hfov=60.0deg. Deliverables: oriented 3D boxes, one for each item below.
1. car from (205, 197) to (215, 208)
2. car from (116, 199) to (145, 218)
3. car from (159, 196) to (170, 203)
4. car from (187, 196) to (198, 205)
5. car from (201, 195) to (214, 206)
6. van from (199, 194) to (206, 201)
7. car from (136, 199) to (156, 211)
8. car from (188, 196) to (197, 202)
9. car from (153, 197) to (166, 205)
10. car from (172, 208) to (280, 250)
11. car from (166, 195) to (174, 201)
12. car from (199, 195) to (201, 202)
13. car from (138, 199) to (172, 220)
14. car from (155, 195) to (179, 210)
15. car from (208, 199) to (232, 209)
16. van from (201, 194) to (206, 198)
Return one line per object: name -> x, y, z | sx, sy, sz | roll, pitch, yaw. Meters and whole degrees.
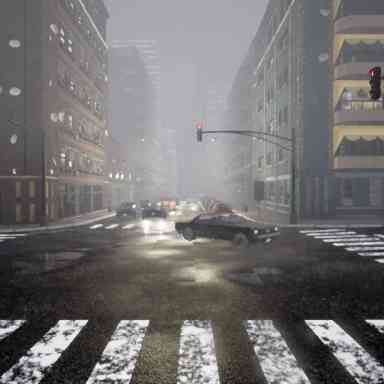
car -> 2.705, 1.570, 35.873 | 1.947, 1.339, 4.313 | 0, 0, 0
car -> -5.679, 1.568, 30.366 | 1.947, 1.339, 4.313 | 0, 0, 0
car -> -5.657, 1.604, 69.030 | 1.802, 1.307, 4.206 | 0, 0, 0
car -> 0.034, 1.542, 59.806 | 1.812, 1.442, 4.674 | 0, 0, 0
car -> 2.711, 1.553, 46.919 | 1.887, 1.381, 4.507 | 0, 0, 0
van -> 2.730, 1.377, 85.584 | 1.690, 1.788, 3.998 | -1, 0, 0
car -> -5.673, 1.572, 41.413 | 1.947, 1.339, 4.313 | 0, 0, 0
car -> 0.040, 1.450, 69.842 | 1.895, 1.301, 4.718 | 0, 0, 0
car -> -5.664, 1.560, 57.984 | 1.887, 1.381, 4.507 | 0, 0, 0
car -> 1.424, 1.600, 14.665 | 1.895, 1.301, 4.718 | 0, 0, -45
car -> -5.649, 1.561, 85.431 | 1.752, 1.417, 4.829 | 0, 0, 0
car -> 2.717, 1.581, 57.967 | 1.947, 1.339, 4.313 | 0, 0, 0
car -> -3.084, 1.566, 28.459 | 1.994, 1.385, 4.181 | 0, 0, 0
car -> -3.060, 1.357, 40.530 | 2.097, 1.767, 4.553 | 0, 0, 0
car -> 2.702, 1.584, 30.349 | 1.802, 1.307, 4.206 | 0, 0, 0
van -> 2.712, 1.353, 52.443 | 1.690, 1.788, 3.998 | 0, 0, 0
